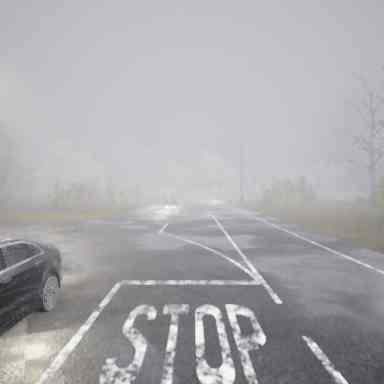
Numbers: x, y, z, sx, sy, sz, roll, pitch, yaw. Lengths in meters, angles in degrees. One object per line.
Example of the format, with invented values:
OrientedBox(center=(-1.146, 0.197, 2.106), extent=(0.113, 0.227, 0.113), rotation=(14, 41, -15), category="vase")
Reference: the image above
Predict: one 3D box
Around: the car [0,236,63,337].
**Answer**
OrientedBox(center=(-3.508, 1.476, 4.766), extent=(2.128, 1.511, 4.902), rotation=(0, 0, 0), category="car")

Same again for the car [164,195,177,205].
OrientedBox(center=(-3.429, 1.261, 53.358), extent=(2.128, 1.511, 4.902), rotation=(0, 0, 0), category="car")
